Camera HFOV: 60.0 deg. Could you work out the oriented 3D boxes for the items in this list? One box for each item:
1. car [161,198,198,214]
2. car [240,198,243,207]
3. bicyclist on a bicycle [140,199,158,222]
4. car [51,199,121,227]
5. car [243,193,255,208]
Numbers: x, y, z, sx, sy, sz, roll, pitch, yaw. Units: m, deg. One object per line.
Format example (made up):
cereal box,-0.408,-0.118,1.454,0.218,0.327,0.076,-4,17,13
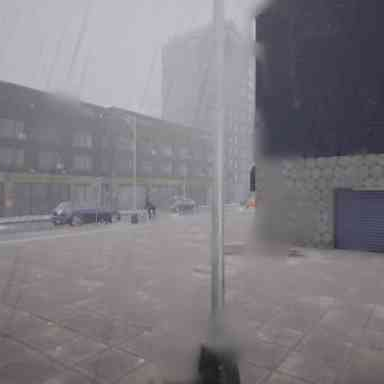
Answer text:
car,-1.267,1.457,35.539,1.837,1.490,4.892,0,0,36
car,9.290,1.199,50.138,2.150,2.045,5.566,0,0,36
bicyclist on a bicycle,-3.002,1.283,23.046,1.656,1.620,0.582,0,0,36
car,-7.010,1.333,22.438,2.097,1.767,4.553,0,0,36
car,9.277,1.286,45.294,2.097,1.767,4.553,0,0,36
